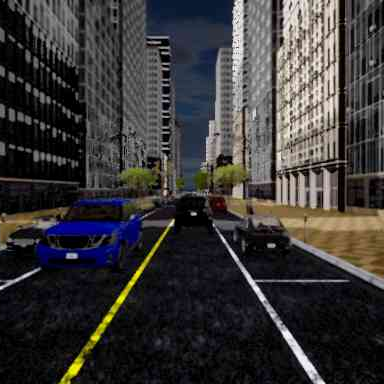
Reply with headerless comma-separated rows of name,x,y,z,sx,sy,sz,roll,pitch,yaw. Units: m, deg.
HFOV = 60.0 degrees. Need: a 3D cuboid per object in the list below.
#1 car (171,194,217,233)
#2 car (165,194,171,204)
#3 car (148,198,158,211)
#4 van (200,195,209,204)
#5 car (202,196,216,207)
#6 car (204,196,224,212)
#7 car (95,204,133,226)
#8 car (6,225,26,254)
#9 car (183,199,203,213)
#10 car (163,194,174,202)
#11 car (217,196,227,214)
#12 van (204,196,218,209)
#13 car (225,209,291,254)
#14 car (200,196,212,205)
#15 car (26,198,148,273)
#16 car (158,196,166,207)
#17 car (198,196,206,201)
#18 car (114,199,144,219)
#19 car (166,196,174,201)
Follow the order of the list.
car,0.099,1.263,20.238,2.150,2.045,5.566,0,0,0
car,-5.693,1.680,64.567,2.008,1.369,4.403,-1,0,0
car,-5.694,1.611,41.662,1.752,1.417,4.829,-1,0,0
van,2.686,1.478,70.250,1.690,1.788,3.998,-1,0,0
car,2.686,1.546,53.199,1.967,1.590,4.097,-1,0,0
car,2.684,1.399,41.832,2.192,1.841,5.009,-1,0,0
car,-5.695,1.634,24.781,1.802,1.307,4.206,-1,0,0
car,-5.696,1.580,13.413,2.008,1.369,4.403,-1,0,0
car,0.102,1.570,39.051,2.128,1.511,4.902,0,0,0
car,-5.694,1.475,81.618,2.192,1.841,5.009,-1,0,0
car,2.683,1.387,36.148,2.192,1.841,5.009,-1,0,0
van,2.685,1.436,47.516,1.690,1.788,3.998,-1,0,0
car,2.685,1.578,13.413,2.008,1.369,4.403,-1,0,0
car,2.686,1.567,64.566,1.967,1.590,4.097,-1,0,0
car,-2.998,1.245,11.059,2.150,2.045,5.566,0,0,0
car,-5.694,1.674,53.199,1.947,1.339,4.313,-1,0,0
car,2.689,1.718,87.301,2.008,1.369,4.403,-1,0,0
car,-5.696,1.504,30.464,1.967,1.590,4.097,-1,0,0
car,-5.692,1.752,87.301,1.802,1.307,4.206,-1,0,0
